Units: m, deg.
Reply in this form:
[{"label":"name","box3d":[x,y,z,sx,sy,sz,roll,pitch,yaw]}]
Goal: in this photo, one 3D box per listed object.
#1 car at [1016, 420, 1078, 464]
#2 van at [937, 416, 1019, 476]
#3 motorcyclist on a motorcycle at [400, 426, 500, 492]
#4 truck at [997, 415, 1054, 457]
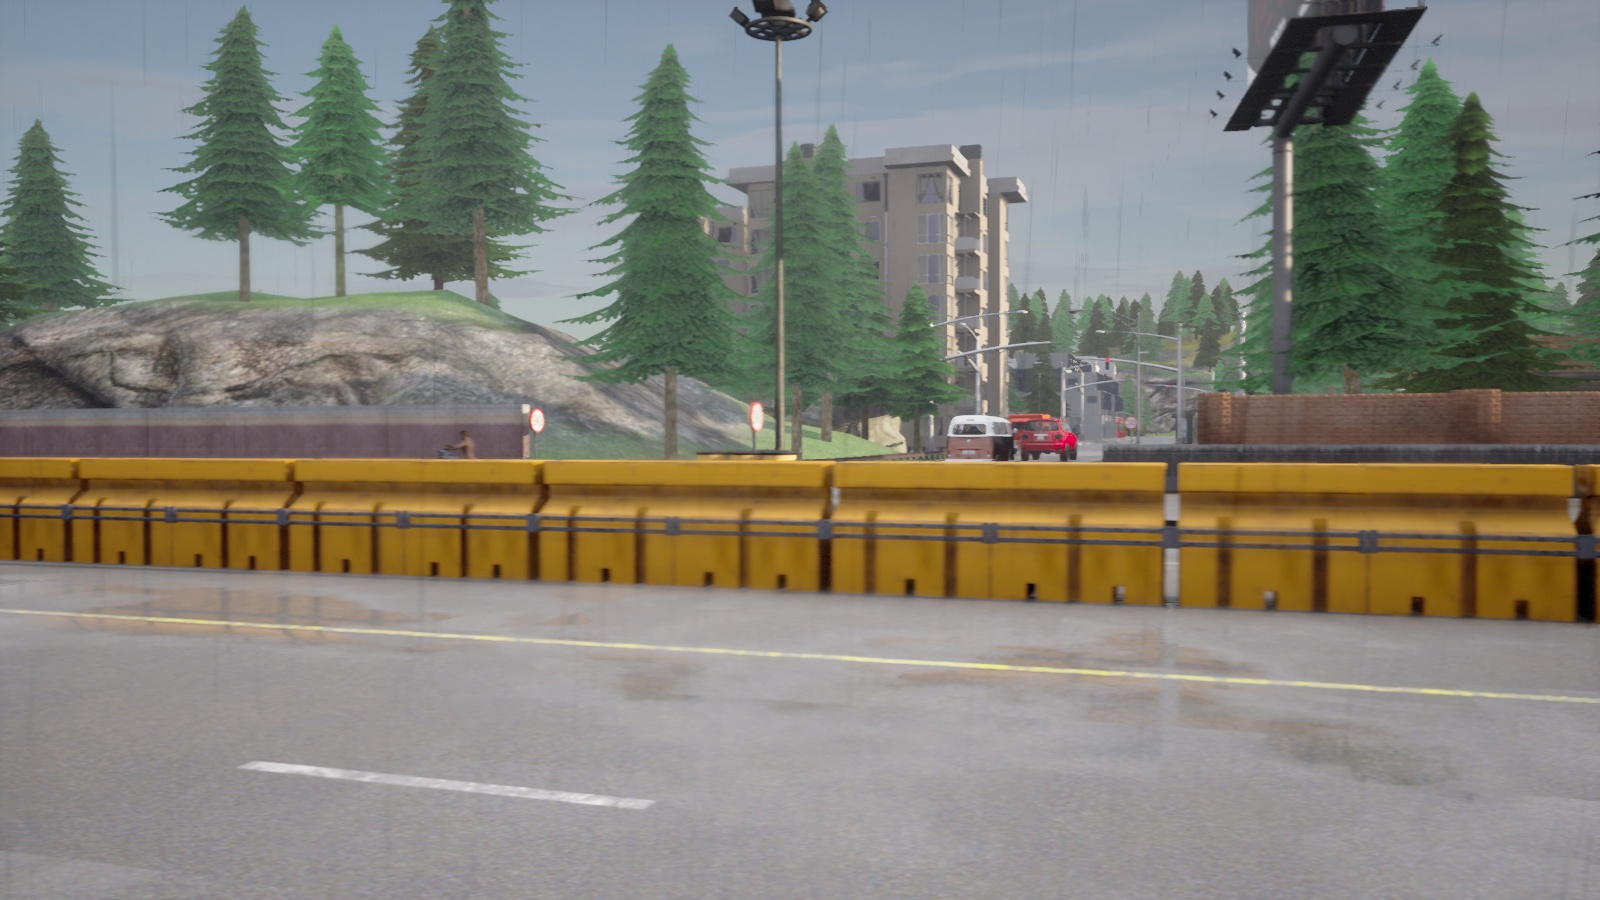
[{"label":"car","box3d":[12.035,-0.405,60.977,2.150,2.045,5.566,1,1,20]},{"label":"van","box3d":[6.478,-0.170,45.278,2.069,2.038,4.480,1,1,20]},{"label":"motorcyclist on a motorcycle","box3d":[-8.934,0.230,32.068,2.350,1.649,0.766,0,-1,13]},{"label":"truck","box3d":[13.770,-0.848,76.361,2.627,2.467,5.204,0,1,19]}]
